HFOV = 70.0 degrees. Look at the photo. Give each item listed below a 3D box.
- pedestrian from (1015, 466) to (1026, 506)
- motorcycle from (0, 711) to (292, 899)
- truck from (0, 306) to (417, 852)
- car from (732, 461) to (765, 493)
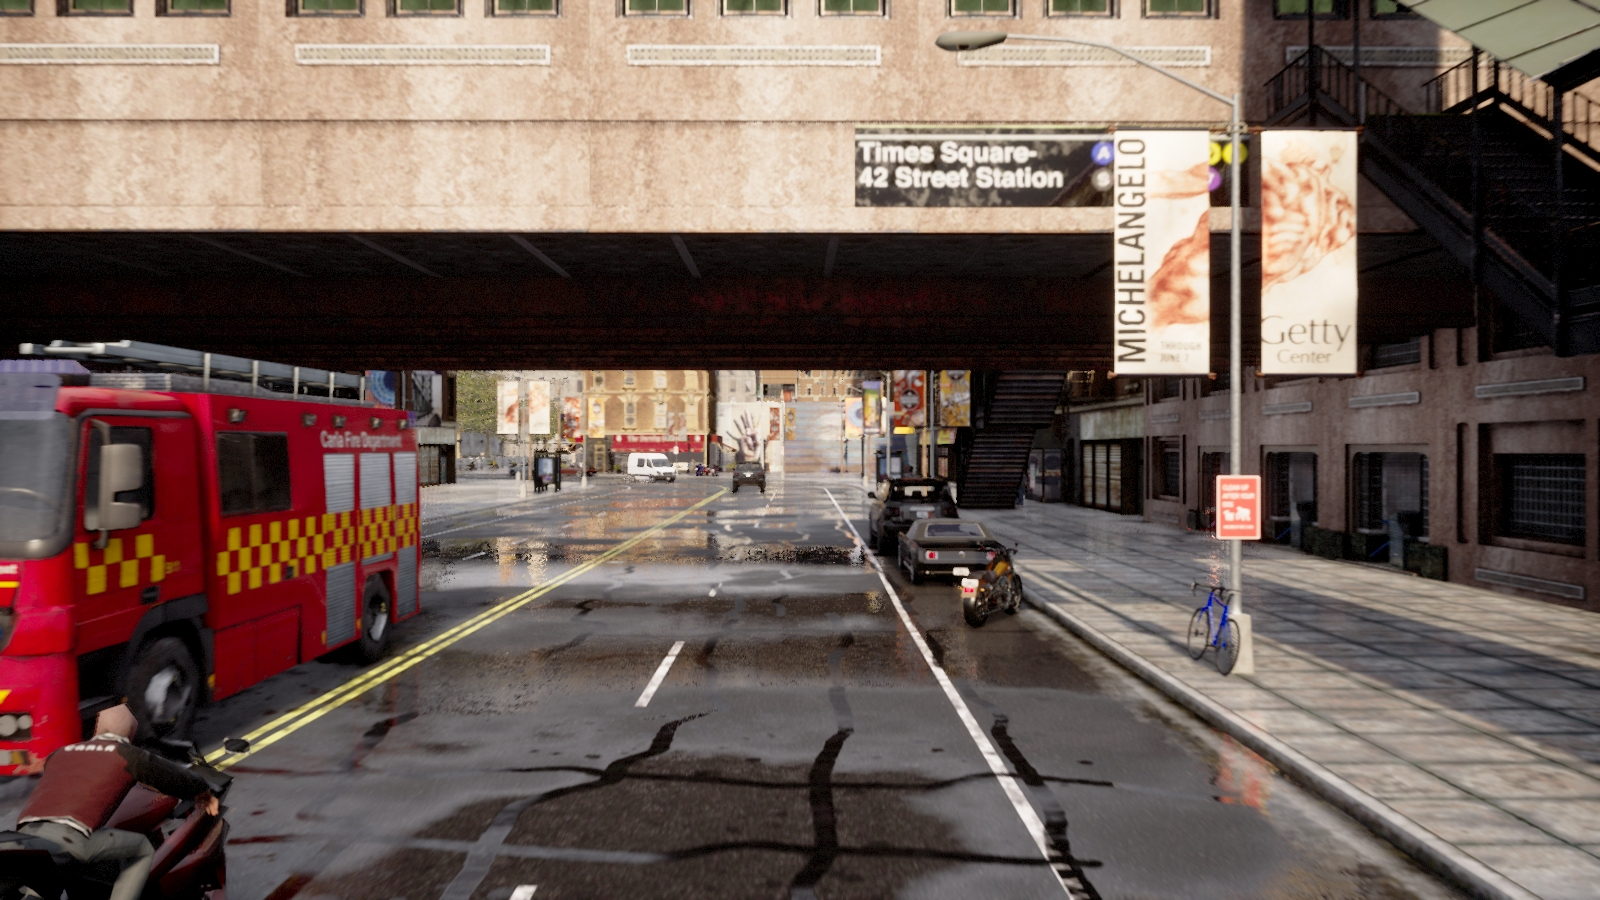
[{"bbox_3d":[10.363,1.697,53.686,0.375,1.860,0.375,0,0,-9],"label":"pedestrian"},{"bbox_3d":[-3.500,2.205,5.794,0.867,1.251,2.209,0,0,0],"label":"motorcycle"},{"bbox_3d":[-6.981,0.888,12.246,2.891,3.827,8.468,0,0,0],"label":"truck"},{"bbox_3d":[-3.451,1.779,77.417,2.150,2.045,5.566,0,0,-1],"label":"car"}]
